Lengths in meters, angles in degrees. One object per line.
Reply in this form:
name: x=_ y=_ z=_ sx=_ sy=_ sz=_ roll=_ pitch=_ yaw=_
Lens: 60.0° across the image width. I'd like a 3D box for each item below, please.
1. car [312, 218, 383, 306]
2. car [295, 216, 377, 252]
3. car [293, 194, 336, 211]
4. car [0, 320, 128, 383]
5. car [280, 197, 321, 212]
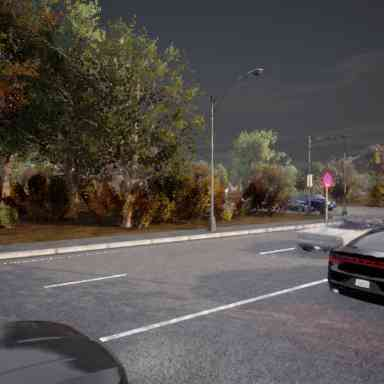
car: x=5.051 y=1.478 z=7.370 sx=5.008 sy=1.535 sz=1.882 roll=0 pitch=0 yaw=-36
car: x=6.075 y=1.601 z=12.683 sx=4.718 sy=1.301 sz=1.895 roll=0 pitch=0 yaw=-36
car: x=14.746 y=1.221 z=40.685 sx=2.150 sy=2.045 sz=5.566 roll=0 pitch=0 yaw=-31
car: x=-2.721 y=1.505 z=1.797 sx=4.892 sy=1.490 sz=1.837 roll=0 pitch=0 yaw=-36
car: x=12.144 y=1.564 z=38.215 sx=1.994 sy=1.385 sz=4.181 roll=0 pitch=0 yaw=-32
